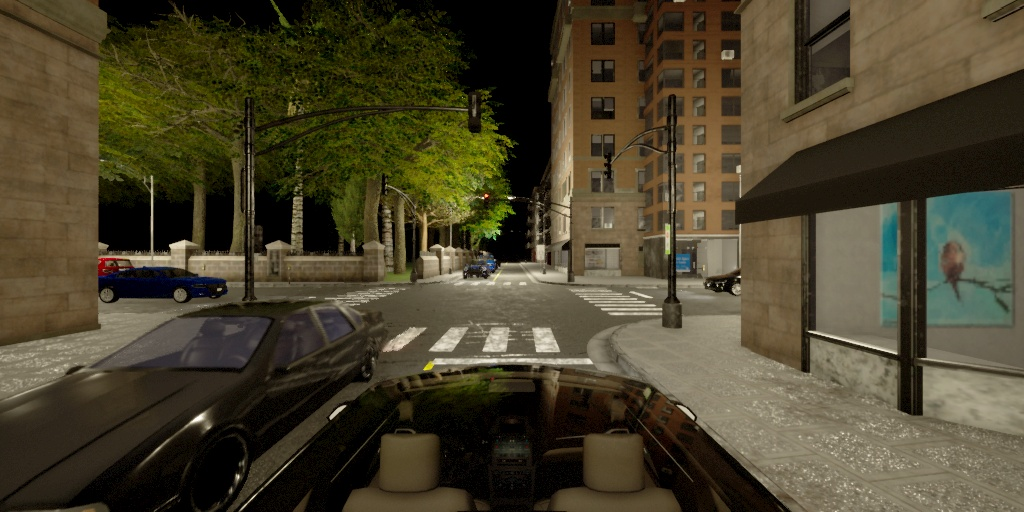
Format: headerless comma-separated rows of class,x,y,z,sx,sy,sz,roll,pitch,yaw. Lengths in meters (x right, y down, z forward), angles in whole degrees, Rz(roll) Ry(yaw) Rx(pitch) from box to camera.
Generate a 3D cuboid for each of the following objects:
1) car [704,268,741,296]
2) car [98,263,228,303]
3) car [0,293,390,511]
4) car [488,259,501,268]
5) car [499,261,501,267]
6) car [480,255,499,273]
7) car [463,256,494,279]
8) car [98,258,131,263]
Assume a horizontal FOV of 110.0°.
car,12.690,1.271,18.716,4.892,1.490,1.837,0,0,1
car,-15.471,1.212,15.897,5.008,1.535,1.882,0,0,0
car,-3.143,1.297,4.384,2.033,1.411,5.357,0,0,-1
car,-2.972,1.238,62.012,1.994,1.385,4.181,0,0,0
car,-3.018,1.171,51.989,1.882,1.535,5.008,0,0,0
car,-3.045,0.935,41.962,2.150,2.045,5.566,0,0,0
car,-3.088,1.083,32.199,2.097,1.767,4.553,0,0,1
car,-25.922,1.035,21.815,5.009,1.841,2.192,0,0,1
